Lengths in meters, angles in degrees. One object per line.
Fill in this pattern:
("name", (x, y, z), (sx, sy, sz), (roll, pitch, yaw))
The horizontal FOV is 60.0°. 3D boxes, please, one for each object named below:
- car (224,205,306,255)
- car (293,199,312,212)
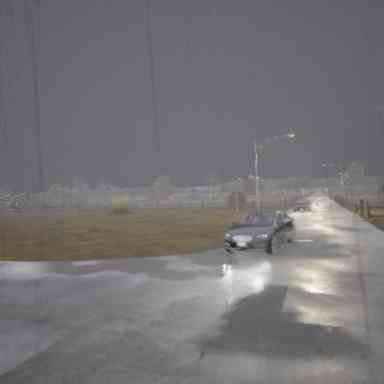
("car", (2.898, 1.509, 13.530), (2.128, 1.511, 4.902), (-3, -1, 30))
("car", (12.461, 1.469, 37.462), (2.033, 1.411, 5.357), (-3, -1, 21))
